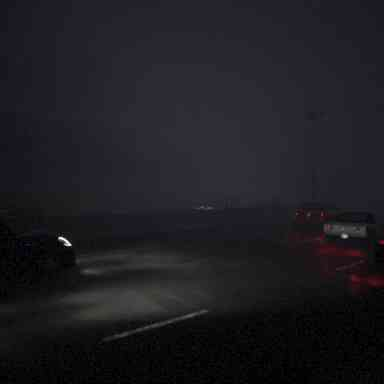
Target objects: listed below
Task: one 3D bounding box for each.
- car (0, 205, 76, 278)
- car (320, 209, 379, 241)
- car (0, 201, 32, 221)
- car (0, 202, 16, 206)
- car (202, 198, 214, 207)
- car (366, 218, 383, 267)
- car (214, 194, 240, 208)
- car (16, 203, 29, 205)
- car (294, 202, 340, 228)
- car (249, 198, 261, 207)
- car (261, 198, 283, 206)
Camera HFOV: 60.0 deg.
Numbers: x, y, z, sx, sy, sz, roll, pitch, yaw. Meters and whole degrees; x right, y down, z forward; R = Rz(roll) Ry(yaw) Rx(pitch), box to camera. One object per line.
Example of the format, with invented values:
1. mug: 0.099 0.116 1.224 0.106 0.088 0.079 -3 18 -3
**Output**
1. car: -5.497 1.371 8.720 4.553 1.767 2.097 0 0 -36
2. car: 8.244 1.659 16.307 1.895 1.301 4.718 0 0 43
3. car: -16.001 1.565 27.234 4.892 1.490 1.837 0 0 -40
4. car: -13.787 1.520 20.139 5.008 1.535 1.882 0 0 -38
5. car: 3.239 1.690 54.430 1.812 1.442 4.674 0 0 25
6. car: 7.438 1.605 10.596 4.181 1.385 1.994 0 0 -44
7. car: 5.749 1.383 51.502 2.150 2.045 5.566 0 0 24
8. car: -13.634 1.547 24.676 4.902 1.511 2.128 0 0 -40
9. car: 8.513 1.428 22.020 2.097 1.767 4.553 0 0 40
10. car: 10.589 1.735 53.713 1.994 1.385 4.181 0 0 24
11. car: 11.756 1.633 47.815 1.882 1.535 5.008 0 0 24
